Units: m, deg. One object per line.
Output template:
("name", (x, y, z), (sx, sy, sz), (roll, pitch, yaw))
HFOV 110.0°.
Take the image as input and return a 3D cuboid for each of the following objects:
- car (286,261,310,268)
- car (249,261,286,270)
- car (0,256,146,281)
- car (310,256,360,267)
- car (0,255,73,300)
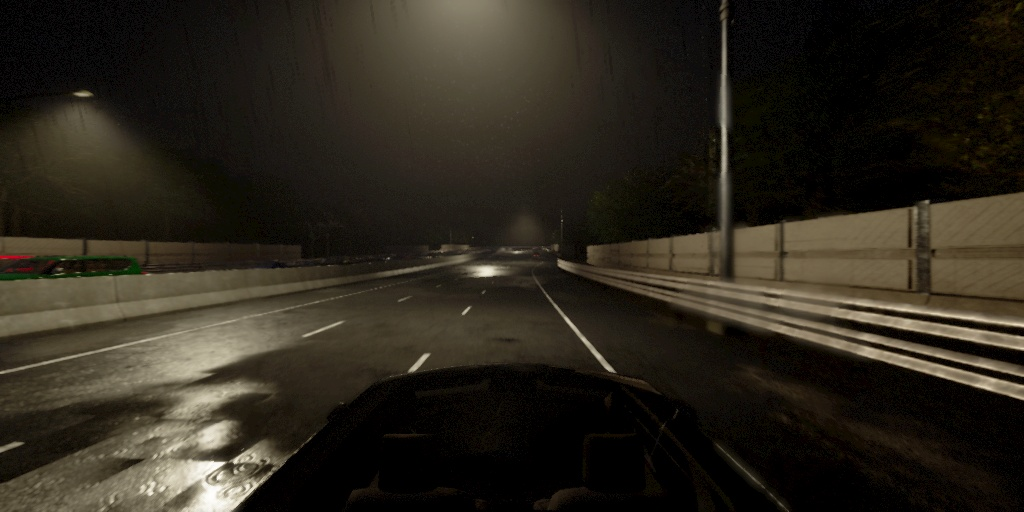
("car", (-20.568, 1.252, 36.828), (1.812, 1.442, 4.674), (0, 0, 2))
("car", (-24.087, 1.257, 35.941), (1.812, 1.442, 4.674), (0, 0, 2))
("car", (-17.549, 0.999, 13.808), (2.150, 2.045, 5.566), (0, 0, 1))
("car", (-17.106, 0.970, 35.531), (2.150, 2.045, 5.566), (0, 0, 2))
("car", (-24.522, 0.997, 16.367), (2.150, 2.045, 5.566), (0, 0, 1))
